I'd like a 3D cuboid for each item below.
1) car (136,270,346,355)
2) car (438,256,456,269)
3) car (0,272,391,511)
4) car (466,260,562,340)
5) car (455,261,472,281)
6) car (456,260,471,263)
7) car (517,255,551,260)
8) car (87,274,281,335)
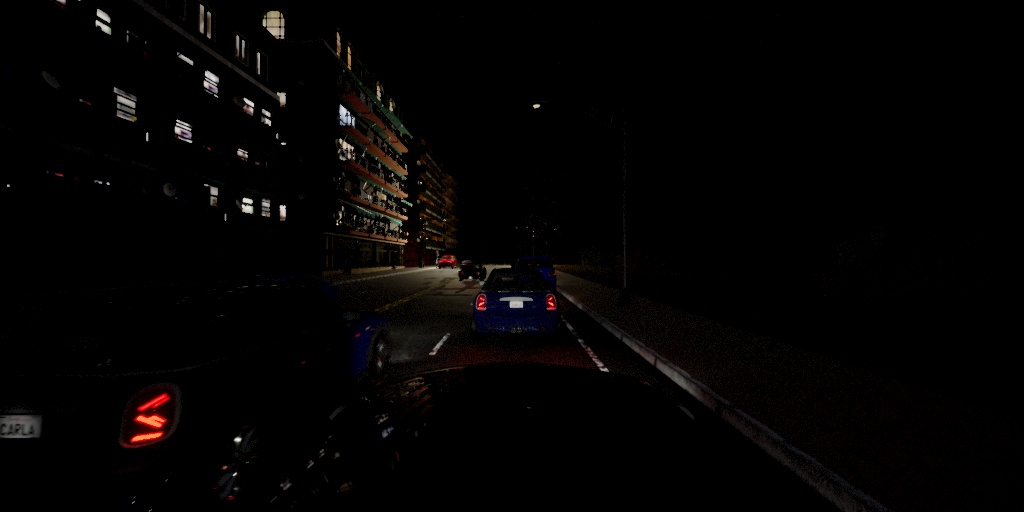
[{"bbox_3d":[-6.603,1.229,9.698,1.882,1.535,5.008,0,0,0],"label":"car"},{"bbox_3d":[-9.852,0.971,55.111,2.150,2.045,5.566,0,0,0],"label":"car"},{"bbox_3d":[-3.154,1.104,4.416,2.097,1.767,4.553,0,0,0],"label":"car"},{"bbox_3d":[0.095,1.103,10.128,2.097,1.767,4.553,0,0,0],"label":"car"},{"bbox_3d":[-3.160,1.353,29.737,1.895,1.301,4.718,0,0,1],"label":"car"},{"bbox_3d":[-6.604,1.314,52.855,1.994,1.385,4.181,0,0,0],"label":"car"},{"bbox_3d":[1.132,0.977,19.703,2.150,2.045,5.566,0,0,0],"label":"car"},{"bbox_3d":[-9.855,1.352,11.478,1.895,1.301,4.718,0,0,0],"label":"car"}]
